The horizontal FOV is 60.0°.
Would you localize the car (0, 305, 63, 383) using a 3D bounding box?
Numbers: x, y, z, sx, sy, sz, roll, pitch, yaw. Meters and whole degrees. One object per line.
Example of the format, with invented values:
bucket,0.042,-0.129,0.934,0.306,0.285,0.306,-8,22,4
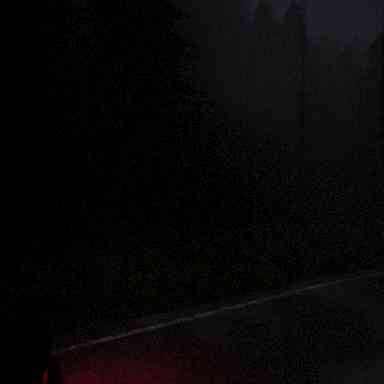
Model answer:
car,-3.261,1.464,1.509,5.008,1.535,1.882,0,0,-36
